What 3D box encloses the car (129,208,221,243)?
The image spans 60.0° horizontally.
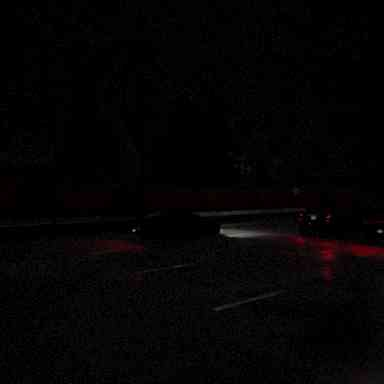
[{"bbox_3d":[-0.736,1.526,16.185,4.674,1.442,1.812,0,0,-36],"label":"car"}]

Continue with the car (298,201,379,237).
[{"bbox_3d":[7.877,1.352,18.117,4.553,1.767,2.097,0,0,-36],"label":"car"}]

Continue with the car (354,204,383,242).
[{"bbox_3d":[9.739,1.477,15.140,5.008,1.535,1.882,0,0,-36],"label":"car"}]

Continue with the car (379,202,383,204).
[{"bbox_3d":[15.006,1.506,27.624,4.892,1.490,1.837,0,0,-36],"label":"car"}]
